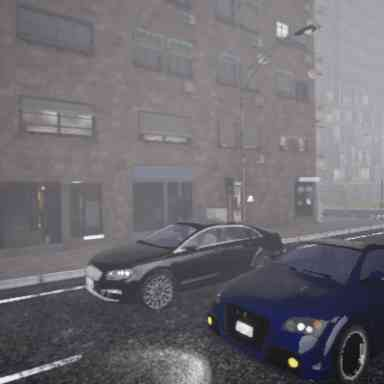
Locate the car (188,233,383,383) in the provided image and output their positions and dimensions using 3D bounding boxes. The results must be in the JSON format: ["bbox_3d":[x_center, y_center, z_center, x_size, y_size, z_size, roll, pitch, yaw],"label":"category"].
[{"bbox_3d":[2.274,1.488,5.293,4.181,1.385,1.994,-1,1,-35],"label":"car"}]

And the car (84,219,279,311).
[{"bbox_3d":[0.067,1.423,7.713,4.902,1.511,2.128,-1,1,-35],"label":"car"}]
